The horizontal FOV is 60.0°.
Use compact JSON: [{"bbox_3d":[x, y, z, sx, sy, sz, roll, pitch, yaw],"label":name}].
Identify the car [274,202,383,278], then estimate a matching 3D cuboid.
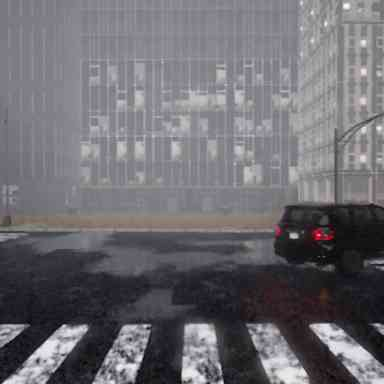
[{"bbox_3d":[5.173,1.351,10.815,5.566,2.045,2.150,0,-1,-32],"label":"car"}]
